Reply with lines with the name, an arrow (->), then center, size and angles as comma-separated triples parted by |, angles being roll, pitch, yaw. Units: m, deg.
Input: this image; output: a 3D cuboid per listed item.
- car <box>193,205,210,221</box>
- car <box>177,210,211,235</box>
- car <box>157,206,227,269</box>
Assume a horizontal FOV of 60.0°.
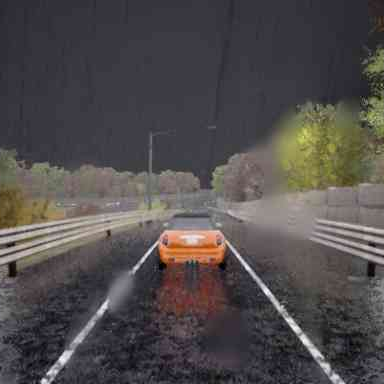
car -> 1.339, 2.895, 45.788 | 2.150, 2.045, 5.566 | 0, -3, 4
car -> 0.191, 2.064, 23.463 | 2.128, 1.511, 4.902 | 0, -3, 1
car -> 0.015, 1.514, 11.814 | 2.097, 1.767, 4.553 | 0, -1, 0
